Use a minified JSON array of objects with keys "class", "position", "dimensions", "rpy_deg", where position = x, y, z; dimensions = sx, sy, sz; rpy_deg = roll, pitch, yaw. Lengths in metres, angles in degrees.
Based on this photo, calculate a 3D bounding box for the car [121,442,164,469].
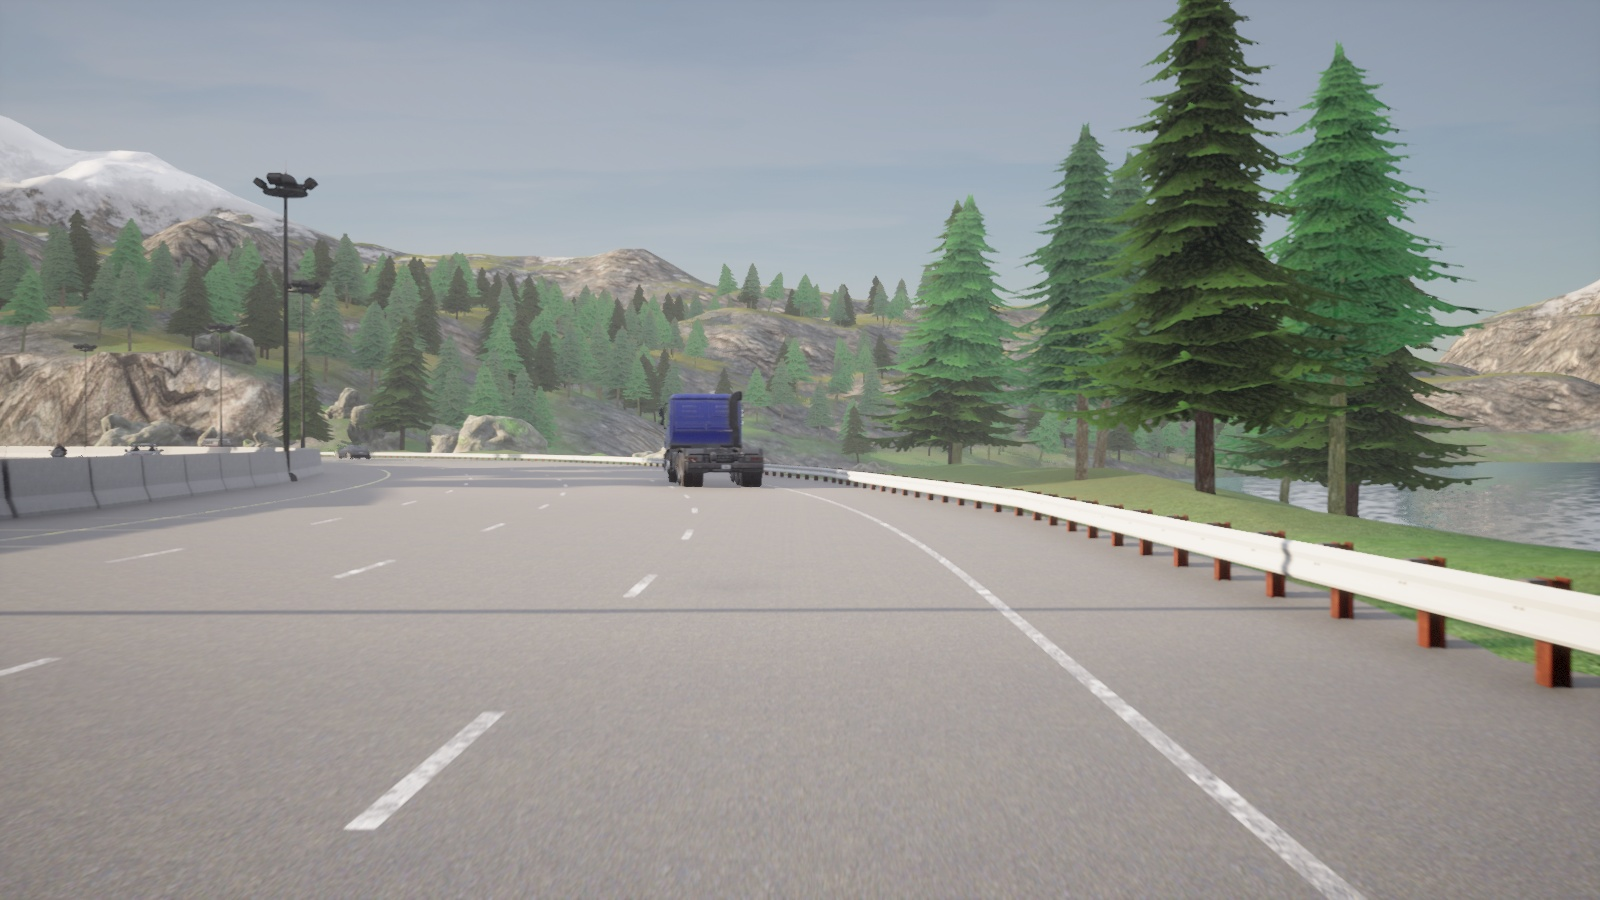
[{"class":"car","position":[-37.203,0.281,71.121],"dimensions":[1.970,1.475,3.806],"rpy_deg":[0,0,-25]}]

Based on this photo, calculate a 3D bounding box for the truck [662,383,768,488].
[{"class":"truck","position":[-3.234,-0.495,45.671],"dimensions":[2.891,3.462,7.936],"rpy_deg":[0,0,-11]}]
